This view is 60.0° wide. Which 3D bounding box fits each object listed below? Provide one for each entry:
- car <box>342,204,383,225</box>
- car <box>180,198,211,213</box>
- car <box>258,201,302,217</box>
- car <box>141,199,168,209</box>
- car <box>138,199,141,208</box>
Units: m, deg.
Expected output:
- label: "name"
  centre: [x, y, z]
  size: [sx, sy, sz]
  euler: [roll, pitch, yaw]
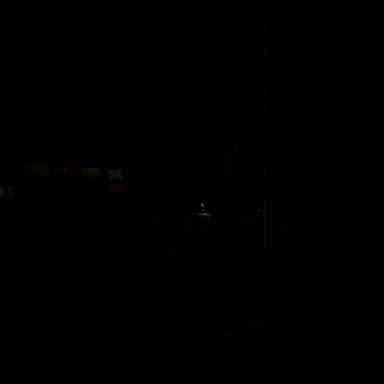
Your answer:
- label: "car"
  centre: [12.088, 1.439, 20.315]
  size: [2.033, 1.411, 5.357]
  euler: [1, -1, -35]
- label: "car"
  centre: [0.645, 1.407, 36.354]
  size: [2.097, 1.767, 4.553]
  euler: [1, -1, -36]
- label: "car"
  centre: [7.993, 1.554, 30.590]
  size: [2.008, 1.369, 4.403]
  euler: [0, -1, -36]
- label: "car"
  centre: [-5.353, 1.756, 49.274]
  size: [1.752, 1.417, 4.829]
  euler: [0, -1, -36]
- label: "car"
  centre: [-8.566, 1.835, 53.773]
  size: [1.887, 1.381, 4.507]
  euler: [0, -1, -36]
